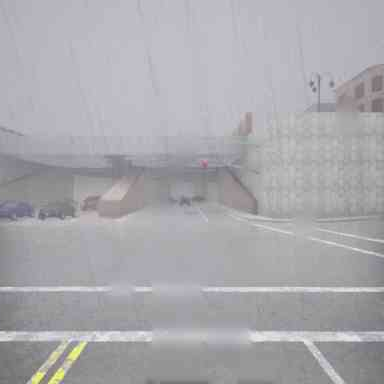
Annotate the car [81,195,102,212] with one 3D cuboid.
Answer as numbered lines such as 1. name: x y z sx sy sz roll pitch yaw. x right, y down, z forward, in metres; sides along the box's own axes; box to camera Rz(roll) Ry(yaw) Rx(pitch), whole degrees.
1. car: -11.470 1.352 39.206 2.097 1.767 4.553 0 0 -1

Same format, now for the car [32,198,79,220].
1. car: -11.148 1.505 27.818 1.837 1.490 4.892 0 0 -2

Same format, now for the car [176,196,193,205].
1. car: -1.270 1.547 60.111 2.033 1.411 5.357 0 0 0

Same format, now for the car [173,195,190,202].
1. car: -2.353 1.524 74.694 1.812 1.442 4.674 0 0 24

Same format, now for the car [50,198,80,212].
1. car: -14.979 1.503 39.531 1.837 1.490 4.892 0 1 -1

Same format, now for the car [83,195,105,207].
1. car: -15.262 1.351 51.907 2.097 1.767 4.553 0 0 -1

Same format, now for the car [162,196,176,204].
1. car: -4.525 1.547 64.337 2.033 1.411 5.357 0 0 5

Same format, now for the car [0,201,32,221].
1. car: -14.631 1.478 27.201 1.882 1.535 5.008 0 0 -2

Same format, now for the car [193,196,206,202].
1. car: 1.515 1.524 74.822 1.812 1.442 4.674 0 0 28
